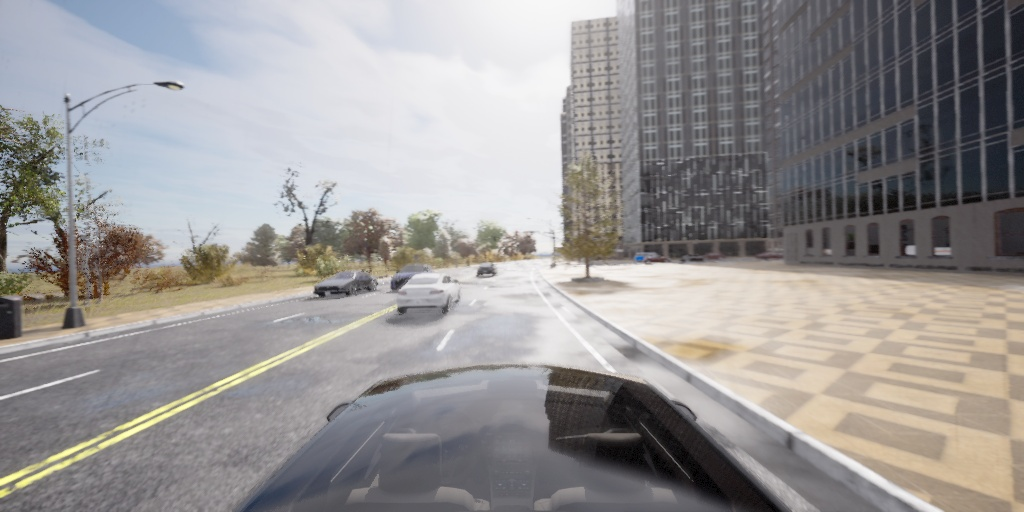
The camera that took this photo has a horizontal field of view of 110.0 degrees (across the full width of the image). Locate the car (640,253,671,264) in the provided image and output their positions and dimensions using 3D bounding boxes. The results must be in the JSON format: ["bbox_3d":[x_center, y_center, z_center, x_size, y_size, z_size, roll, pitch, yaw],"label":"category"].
[{"bbox_3d":[23.560,0.457,58.327,4.097,1.591,1.967,0,0,9],"label":"car"}]

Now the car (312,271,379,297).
[{"bbox_3d":[-9.939,1.631,22.009,2.033,1.411,5.357,-2,0,0],"label":"car"}]

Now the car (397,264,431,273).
[{"bbox_3d":[-6.624,1.345,24.461,2.097,1.767,4.553,-2,0,1],"label":"car"}]

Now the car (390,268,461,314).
[{"bbox_3d":[-3.227,1.399,14.475,1.812,1.442,4.674,-2,0,-1],"label":"car"}]

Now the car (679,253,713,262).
[{"bbox_3d":[29.188,0.375,57.522,4.313,1.339,1.948,0,0,9],"label":"car"}]

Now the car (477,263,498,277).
[{"bbox_3d":[-2.636,1.440,38.808,1.812,1.442,4.674,-2,0,3],"label":"car"}]
